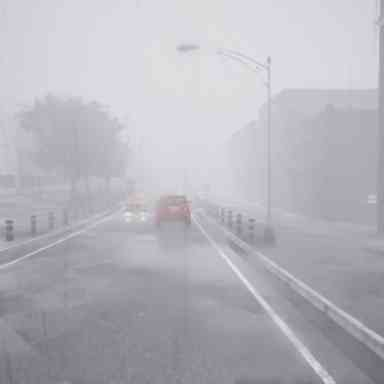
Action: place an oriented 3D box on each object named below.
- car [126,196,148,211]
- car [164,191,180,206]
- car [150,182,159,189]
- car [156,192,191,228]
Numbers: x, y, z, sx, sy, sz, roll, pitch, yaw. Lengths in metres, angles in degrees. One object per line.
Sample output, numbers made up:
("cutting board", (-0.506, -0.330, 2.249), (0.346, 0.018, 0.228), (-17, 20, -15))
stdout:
("car", (-5.818, 1.141, 35.485), (1.882, 1.535, 5.008), (-1, 2, -4))
("car", (-2.597, 0.771, 42.823), (1.882, 1.535, 5.008), (-1, 3, -4))
("car", (-8.624, -1.425, 75.971), (1.812, 1.442, 4.674), (-1, 4, -8))
("car", (-1.249, 1.171, 22.360), (2.150, 2.045, 5.566), (-1, 1, -3))
